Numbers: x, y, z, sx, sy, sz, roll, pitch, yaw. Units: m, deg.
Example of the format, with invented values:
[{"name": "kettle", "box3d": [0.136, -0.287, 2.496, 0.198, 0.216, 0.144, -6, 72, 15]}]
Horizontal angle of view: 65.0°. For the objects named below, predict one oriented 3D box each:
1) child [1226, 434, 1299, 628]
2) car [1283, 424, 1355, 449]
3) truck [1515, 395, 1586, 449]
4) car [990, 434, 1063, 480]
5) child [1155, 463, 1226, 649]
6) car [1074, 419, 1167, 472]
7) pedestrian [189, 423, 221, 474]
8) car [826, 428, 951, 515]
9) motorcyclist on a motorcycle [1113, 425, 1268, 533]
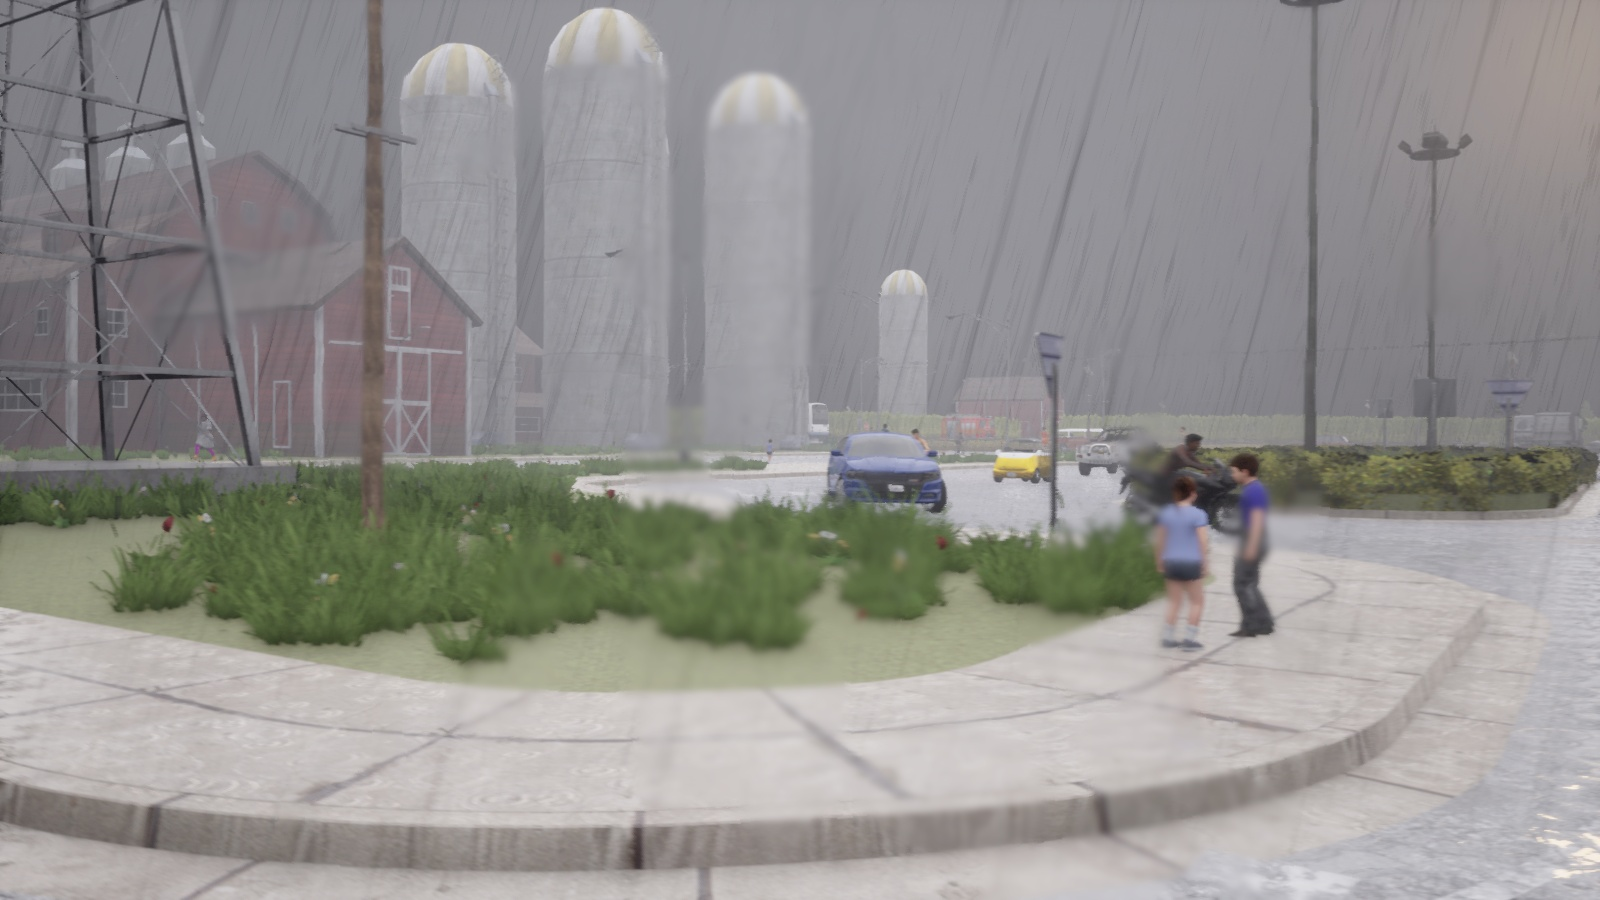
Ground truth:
[{"name": "child", "box3d": [3.077, 0.525, 8.354, 0.437, 1.263, 0.270, 0, 1, 22]}, {"name": "car", "box3d": [37.791, -1.000, 91.436, 4.553, 1.767, 2.097, 0, 1, 31]}, {"name": "truck", "box3d": [51.002, -1.884, 85.239, 2.891, 3.462, 7.936, 0, 0, 40]}, {"name": "car", "box3d": [7.022, 0.193, 38.828, 1.481, 1.376, 2.207, 0, 1, 33]}, {"name": "child", "box3d": [2.424, 0.638, 7.786, 0.394, 1.110, 0.255, -1, 1, -44]}, {"name": "car", "box3d": [11.864, -0.191, 46.298, 1.932, 1.855, 4.605, 0, 1, 33]}, {"name": "pedestrian", "box3d": [-23.105, -0.069, 48.756, 0.659, 1.952, 0.873, 0, 1, 32]}, {"name": "car", "box3d": [1.635, 0.354, 24.948, 1.882, 1.535, 5.008, -1, 1, -3]}, {"name": "motorcyclist on a motorcycle", "box3d": [5.785, 0.406, 18.685, 2.044, 1.523, 0.797, 0, 1, 41]}]
